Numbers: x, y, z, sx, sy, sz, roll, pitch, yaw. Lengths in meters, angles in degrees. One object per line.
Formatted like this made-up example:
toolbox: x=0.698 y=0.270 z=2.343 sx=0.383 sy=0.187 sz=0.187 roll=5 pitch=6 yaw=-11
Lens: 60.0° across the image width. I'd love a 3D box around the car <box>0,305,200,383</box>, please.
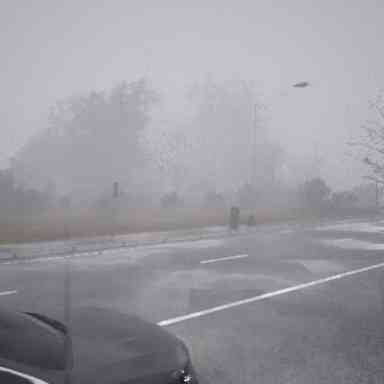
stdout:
car: x=-2.182 y=1.507 z=2.190 sx=4.892 sy=1.490 sz=1.837 roll=0 pitch=0 yaw=-36
